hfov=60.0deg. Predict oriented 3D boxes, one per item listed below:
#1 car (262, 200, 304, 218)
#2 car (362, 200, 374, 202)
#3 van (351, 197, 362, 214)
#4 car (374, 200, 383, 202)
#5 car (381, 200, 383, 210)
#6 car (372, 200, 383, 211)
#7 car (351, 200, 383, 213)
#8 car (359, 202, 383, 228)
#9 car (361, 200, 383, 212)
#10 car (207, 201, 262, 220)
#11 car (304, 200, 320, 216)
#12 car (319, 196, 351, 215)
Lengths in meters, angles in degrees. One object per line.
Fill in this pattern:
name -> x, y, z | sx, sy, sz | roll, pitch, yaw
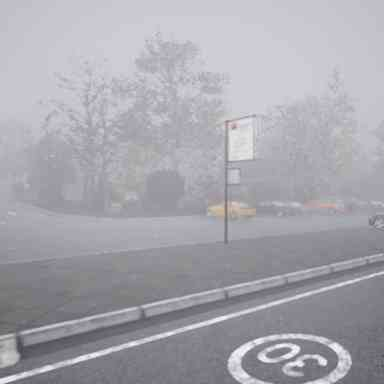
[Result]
car -> 7.819, 1.592, 32.126 | 2.097, 1.535, 5.008 | 1, 0, -36
car -> 21.409, 1.840, 41.841 | 2.002, 1.452, 4.674 | 1, -1, -36
van -> 16.814, 1.495, 38.695 | 1.878, 1.987, 4.442 | 1, -1, -36
car -> 15.407, 1.341, 21.501 | 2.435, 2.045, 5.566 | 1, 0, -36
car -> 30.444, 1.986, 48.359 | 2.163, 1.488, 4.792 | 1, -1, -36
car -> 28.215, 1.946, 46.689 | 2.163, 1.488, 4.792 | 1, -1, -36
car -> 23.780, 1.836, 43.315 | 1.946, 1.575, 5.366 | 1, -1, -36
car -> 13.146, 1.570, 19.843 | 2.231, 1.521, 4.892 | 1, 0, -36
car -> 25.939, 1.878, 45.085 | 2.097, 1.535, 5.008 | 1, -1, -36
car -> 3.294, 1.548, 28.881 | 2.097, 1.535, 5.008 | 0, 0, -36
car -> 10.087, 1.661, 33.743 | 2.002, 1.452, 4.674 | 1, 0, -36
car -> 14.637, 1.560, 36.956 | 2.185, 1.767, 4.553 | 1, -1, -36
